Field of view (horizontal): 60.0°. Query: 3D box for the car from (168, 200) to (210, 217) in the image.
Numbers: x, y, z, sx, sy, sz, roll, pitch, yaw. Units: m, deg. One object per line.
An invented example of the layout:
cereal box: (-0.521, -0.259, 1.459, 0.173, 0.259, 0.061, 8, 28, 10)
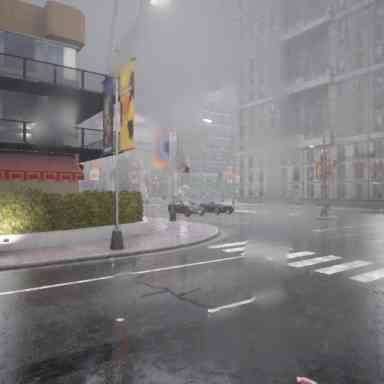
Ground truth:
car: (-0.647, 1.526, 32.065, 1.812, 1.442, 4.674, 0, 0, -35)

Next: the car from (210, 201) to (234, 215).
car: (2.204, 1.601, 34.094, 1.895, 1.301, 4.718, 0, 0, -35)
